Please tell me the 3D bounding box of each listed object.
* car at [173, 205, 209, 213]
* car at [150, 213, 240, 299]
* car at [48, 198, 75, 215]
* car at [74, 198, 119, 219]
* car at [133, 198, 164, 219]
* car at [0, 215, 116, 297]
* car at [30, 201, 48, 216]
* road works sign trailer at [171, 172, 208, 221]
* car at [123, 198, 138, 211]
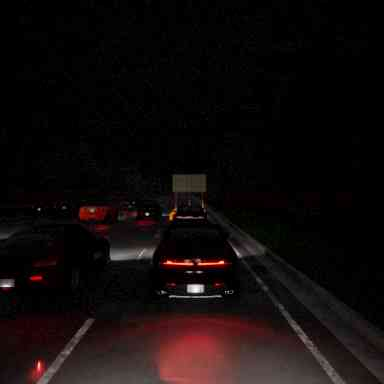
[{"bbox_3d":[-0.064,1.486,18.842,2.128,1.511,4.902,0,0,1],"label":"car"},{"bbox_3d":[0.047,1.504,8.453,1.837,1.490,4.892,0,0,0],"label":"car"},{"bbox_3d":[-10.632,1.348,29.692,2.097,1.767,4.553,0,0,0],"label":"car"},{"bbox_3d":[-7.098,1.351,25.712,2.097,1.767,4.553,0,0,-1],"label":"car"},{"bbox_3d":[-3.628,1.504,29.240,1.837,1.490,4.892,0,1,0],"label":"car"},{"bbox_3d":[-3.451,1.525,8.472,1.812,1.442,4.674,0,0,0],"label":"car"},{"bbox_3d":[-14.159,1.561,32.776,1.994,1.385,4.181,0,0,-1],"label":"car"},{"bbox_3d":[-0.186,0.462,22.712,2.380,3.560,2.880,0,0,-3],"label":"road works sign trailer"},{"bbox_3d":[-7.236,1.487,41.179,2.128,1.511,4.902,0,0,0],"label":"car"}]
